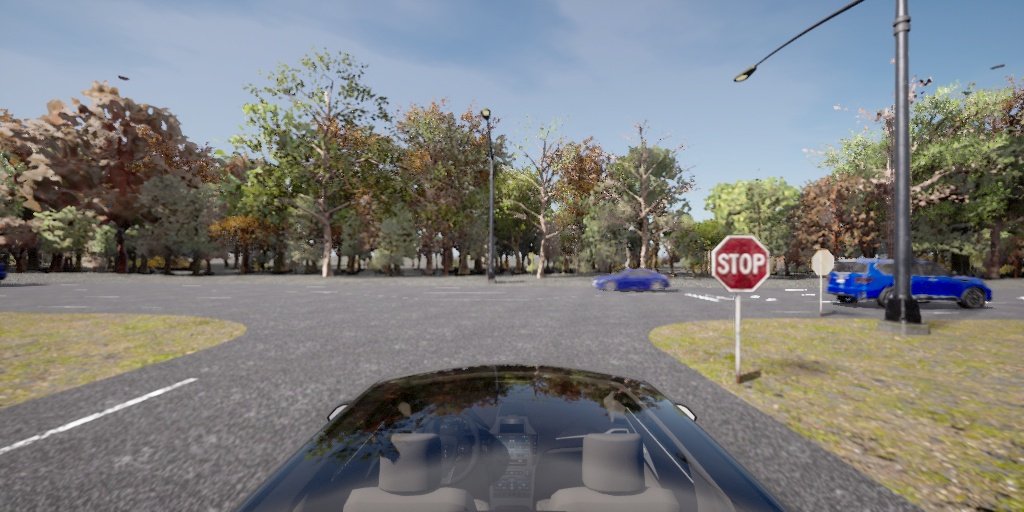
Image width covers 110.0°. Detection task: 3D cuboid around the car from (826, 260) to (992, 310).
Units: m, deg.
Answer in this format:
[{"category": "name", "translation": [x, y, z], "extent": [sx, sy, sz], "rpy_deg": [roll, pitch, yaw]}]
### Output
[{"category": "car", "translation": [16.954, 1.181, 15.547], "extent": [5.566, 2.045, 2.150], "rpy_deg": [0, 0, 0]}]

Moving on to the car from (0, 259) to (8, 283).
[{"category": "car", "translation": [-36.457, 0.930, 23.253], "extent": [5.566, 2.045, 2.150], "rpy_deg": [0, 0, 1]}]

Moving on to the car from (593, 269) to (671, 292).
[{"category": "car", "translation": [7.503, 1.538, 22.593], "extent": [4.674, 1.442, 1.812], "rpy_deg": [0, 0, 0]}]
